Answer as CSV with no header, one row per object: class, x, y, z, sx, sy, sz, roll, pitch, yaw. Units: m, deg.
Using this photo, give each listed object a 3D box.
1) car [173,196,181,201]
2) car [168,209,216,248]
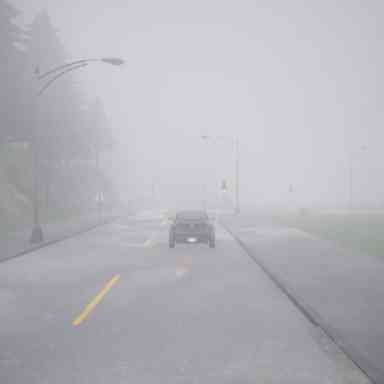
car,-4.000,1.587,88.935,1.895,1.301,4.718,0,0,0
car,0.000,1.513,14.650,1.837,1.490,4.892,0,0,0
